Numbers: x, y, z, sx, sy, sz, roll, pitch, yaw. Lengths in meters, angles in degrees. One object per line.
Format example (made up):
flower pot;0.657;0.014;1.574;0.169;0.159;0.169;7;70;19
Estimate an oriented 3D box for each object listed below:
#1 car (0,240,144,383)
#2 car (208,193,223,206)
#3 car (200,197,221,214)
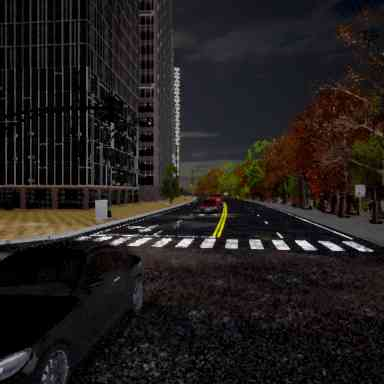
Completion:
car;-2.074;1.547;5.073;1.812;1.442;4.674;0;0;8
car;3.948;1.185;55.857;2.150;2.045;5.566;0;0;5
car;1.890;1.542;35.796;1.812;1.442;4.674;0;0;6
